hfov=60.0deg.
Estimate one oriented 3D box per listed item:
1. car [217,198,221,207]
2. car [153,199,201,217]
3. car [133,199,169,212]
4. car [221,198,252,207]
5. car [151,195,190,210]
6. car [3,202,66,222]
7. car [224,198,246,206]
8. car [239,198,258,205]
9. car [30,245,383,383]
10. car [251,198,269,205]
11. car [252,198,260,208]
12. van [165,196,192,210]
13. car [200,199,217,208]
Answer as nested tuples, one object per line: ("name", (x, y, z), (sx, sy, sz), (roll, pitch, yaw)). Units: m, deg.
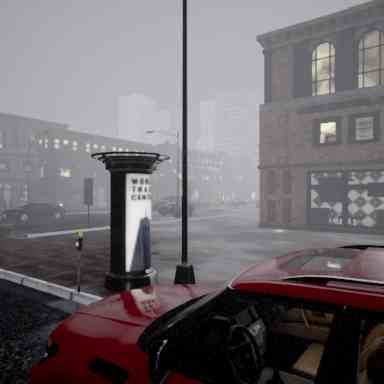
("car", (4.501, 1.757, 55.635), (1.752, 1.417, 4.829), (0, -1, 36))
("car", (-1.396, 1.669, 32.890), (1.887, 1.381, 4.507), (0, 0, 36))
("car", (-5.141, 1.673, 42.150), (1.752, 1.417, 4.829), (0, 0, 36))
("car", (7.406, 1.679, 55.066), (2.128, 1.511, 4.902), (0, 0, 36))
("car", (-2.545, 1.373, 41.315), (2.150, 2.045, 5.566), (0, 0, 36))
("car", (-12.733, 1.576, 27.113), (1.837, 1.490, 4.892), (0, 0, 34))
("car", (7.814, 1.814, 60.269), (2.008, 1.369, 4.403), (0, -1, 36))
("car", (11.028, 1.844, 64.763), (2.008, 1.369, 4.403), (0, -1, 36))
("car", (1.033, 1.315, 2.138), (5.009, 1.841, 2.192), (0, 0, 36))
("car", (14.243, 1.875, 69.259), (2.008, 1.369, 4.403), (0, -1, 36))
("car", (11.417, 1.675, 50.900), (1.967, 1.590, 4.097), (0, -1, 36))
("van", (-1.829, 1.517, 46.785), (1.690, 1.788, 3.998), (0, 0, 36))
("car", (1.386, 1.755, 51.278), (2.008, 1.369, 4.403), (0, 0, 36))
